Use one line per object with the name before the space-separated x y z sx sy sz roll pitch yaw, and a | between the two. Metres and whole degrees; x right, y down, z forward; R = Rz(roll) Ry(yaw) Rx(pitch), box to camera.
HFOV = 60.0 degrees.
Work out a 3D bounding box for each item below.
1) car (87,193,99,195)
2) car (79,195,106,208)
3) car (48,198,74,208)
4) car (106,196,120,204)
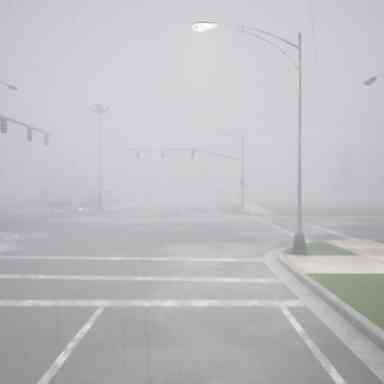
car | -17.729 1.151 59.731 2.150 2.045 5.566 0 0 1
car | -14.440 1.490 47.620 2.033 1.411 5.357 0 0 1
car | -17.979 1.546 45.688 1.895 1.301 4.718 0 0 1
car | -14.240 1.454 59.653 1.812 1.442 4.674 0 0 1
